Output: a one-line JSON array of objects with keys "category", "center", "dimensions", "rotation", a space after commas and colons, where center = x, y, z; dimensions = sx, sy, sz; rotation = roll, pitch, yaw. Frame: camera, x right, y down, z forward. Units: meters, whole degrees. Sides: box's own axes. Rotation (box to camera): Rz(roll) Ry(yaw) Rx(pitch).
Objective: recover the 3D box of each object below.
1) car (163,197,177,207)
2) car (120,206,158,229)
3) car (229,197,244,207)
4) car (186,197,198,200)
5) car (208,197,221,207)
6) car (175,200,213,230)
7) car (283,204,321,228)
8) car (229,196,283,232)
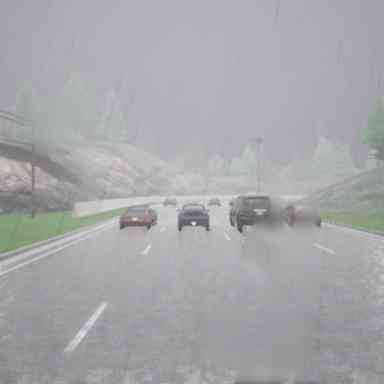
[{"category": "car", "center": [-3.473, 1.557, 53.048], "dimensions": [2.033, 1.411, 5.357], "rotation": [0, 0, 2]}, {"category": "car", "center": [-3.400, 1.568, 21.742], "dimensions": [1.994, 1.385, 4.181], "rotation": [0, 0, 0]}, {"category": "car", "center": [7.035, 1.574, 52.841], "dimensions": [1.994, 1.385, 4.181], "rotation": [0, 0, 3]}, {"category": "car", "center": [0.032, 1.536, 53.436], "dimensions": [1.812, 1.442, 4.674], "rotation": [0, 0, 2]}, {"category": "car", "center": [3.514, 1.557, 52.234], "dimensions": [2.033, 1.411, 5.357], "rotation": [0, 0, 2]}, {"category": "car", "center": [0.100, 1.509, 21.198], "dimensions": [1.837, 1.490, 4.892], "rotation": [0, 0, 0]}, {"category": "car", "center": [7.088, 1.530, 22.223], "dimensions": [1.812, 1.442, 4.674], "rotation": [0, 0, 0]}, {"category": "car", "center": [3.601, 1.225, 20.327], "dimensions": [2.150, 2.045, 5.566], "rotation": [0, 0, 0]}]
